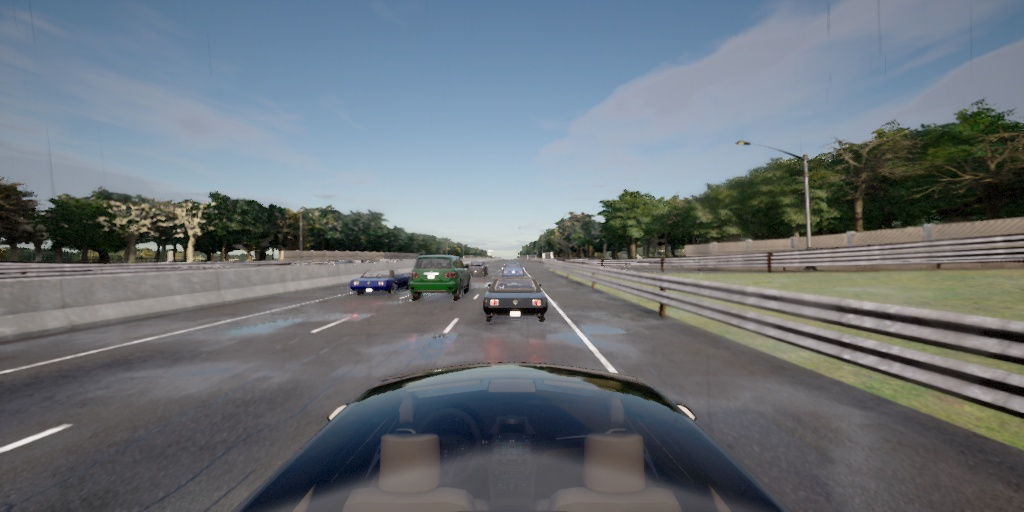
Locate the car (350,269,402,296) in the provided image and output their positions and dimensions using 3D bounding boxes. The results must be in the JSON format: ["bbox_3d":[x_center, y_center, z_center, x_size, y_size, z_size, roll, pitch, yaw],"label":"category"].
[{"bbox_3d":[-6.900,1.360,19.571,1.895,1.301,4.718,0,0,0],"label":"car"}]

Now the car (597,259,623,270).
[{"bbox_3d":[13.695,1.162,50.616,1.837,1.490,4.892,1,-1,-19],"label":"car"}]

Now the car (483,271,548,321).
[{"bbox_3d":[0.100,1.357,12.417,1.895,1.301,4.718,0,0,0],"label":"car"}]

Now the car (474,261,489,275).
[{"bbox_3d":[-3.399,1.250,36.079,2.128,1.511,4.902,0,0,0],"label":"car"}]

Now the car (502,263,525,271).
[{"bbox_3d":[0.101,1.306,30.503,2.033,1.411,5.357,0,0,0],"label":"car"}]

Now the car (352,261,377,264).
[{"bbox_3d":[-21.007,1.367,52.365,1.895,1.301,4.718,0,0,0],"label":"car"}]

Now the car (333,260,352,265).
[{"bbox_3d":[-24.504,1.314,52.756,2.033,1.411,5.357,0,0,0],"label":"car"}]

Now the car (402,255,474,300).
[{"bbox_3d":[-3.400,0.980,17.770,2.150,2.045,5.566,0,0,0],"label":"car"}]
